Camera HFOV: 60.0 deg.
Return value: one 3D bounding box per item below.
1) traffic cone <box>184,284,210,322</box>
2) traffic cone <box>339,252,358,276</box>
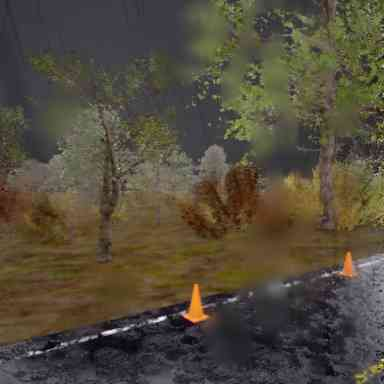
[{"bbox_3d":[0.079,1.926,5.893,0.340,0.580,0.340,-1,0,-36],"label":"traffic cone"},{"bbox_3d":[4.149,1.882,8.798,0.340,0.580,0.340,-1,0,-36],"label":"traffic cone"}]
